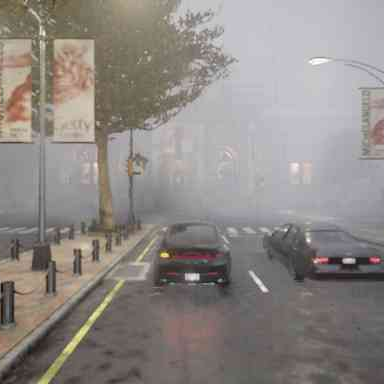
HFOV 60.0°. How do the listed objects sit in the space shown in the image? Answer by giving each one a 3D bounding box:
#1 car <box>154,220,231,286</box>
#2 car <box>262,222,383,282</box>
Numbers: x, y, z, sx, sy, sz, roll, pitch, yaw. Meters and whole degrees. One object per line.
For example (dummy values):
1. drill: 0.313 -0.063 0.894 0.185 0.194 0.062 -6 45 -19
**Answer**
1. car: 0.009 1.563 9.528 1.837 1.490 4.892 0 0 0
2. car: 3.510 1.606 9.965 2.033 1.411 5.357 0 0 0
